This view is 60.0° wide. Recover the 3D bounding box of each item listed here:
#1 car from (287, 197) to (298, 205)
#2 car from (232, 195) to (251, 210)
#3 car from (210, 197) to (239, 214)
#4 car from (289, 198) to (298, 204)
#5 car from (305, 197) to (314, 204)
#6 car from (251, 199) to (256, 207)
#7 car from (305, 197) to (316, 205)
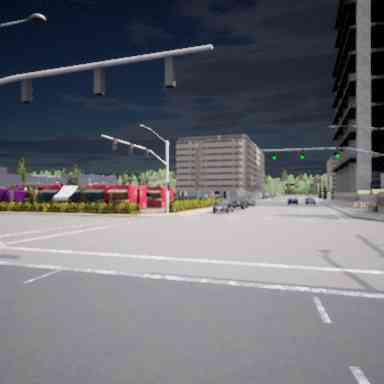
[{"bbox_3d":[20.695,1.885,68.406,1.882,1.535,5.008,0,0,18],"label":"car"},{"bbox_3d":[6.836,1.506,48.844,2.150,2.045,5.566,0,0,18],"label":"car"},{"bbox_3d":[3.762,1.720,39.430,2.128,1.511,4.902,0,0,18],"label":"car"},{"bbox_3d":[23.902,2.018,78.292,1.994,1.385,4.181,0,0,18],"label":"car"},{"bbox_3d":[27.337,1.988,77.535,1.812,1.442,4.674,0,0,18],"label":"car"},{"bbox_3d":[9.976,1.906,58.396,1.994,1.385,4.181,0,0,18],"label":"car"},{"bbox_3d":[24.133,1.946,67.651,2.033,1.411,5.357,0,0,18],"label":"car"}]
